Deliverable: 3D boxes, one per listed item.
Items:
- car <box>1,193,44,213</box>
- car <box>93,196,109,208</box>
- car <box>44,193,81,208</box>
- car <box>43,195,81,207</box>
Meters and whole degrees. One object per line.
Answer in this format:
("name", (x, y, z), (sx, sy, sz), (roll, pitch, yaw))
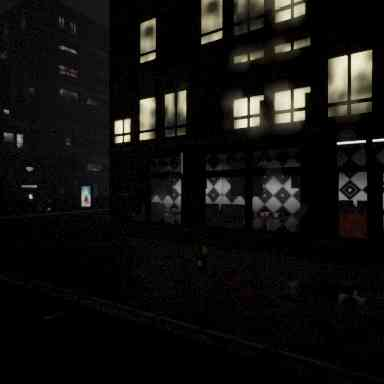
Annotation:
("car", (-16.185, 1.029, 29.106), (2.192, 1.841, 5.009), (1, 2, 35))
("car", (-9.837, 1.072, 38.210), (1.947, 1.339, 4.313), (1, 2, 35))
("car", (-15.676, 0.883, 39.983), (2.097, 1.767, 4.553), (0, 1, 35))
("car", (-16.745, 1.074, 42.954), (1.802, 1.307, 4.206), (1, 2, 35))
